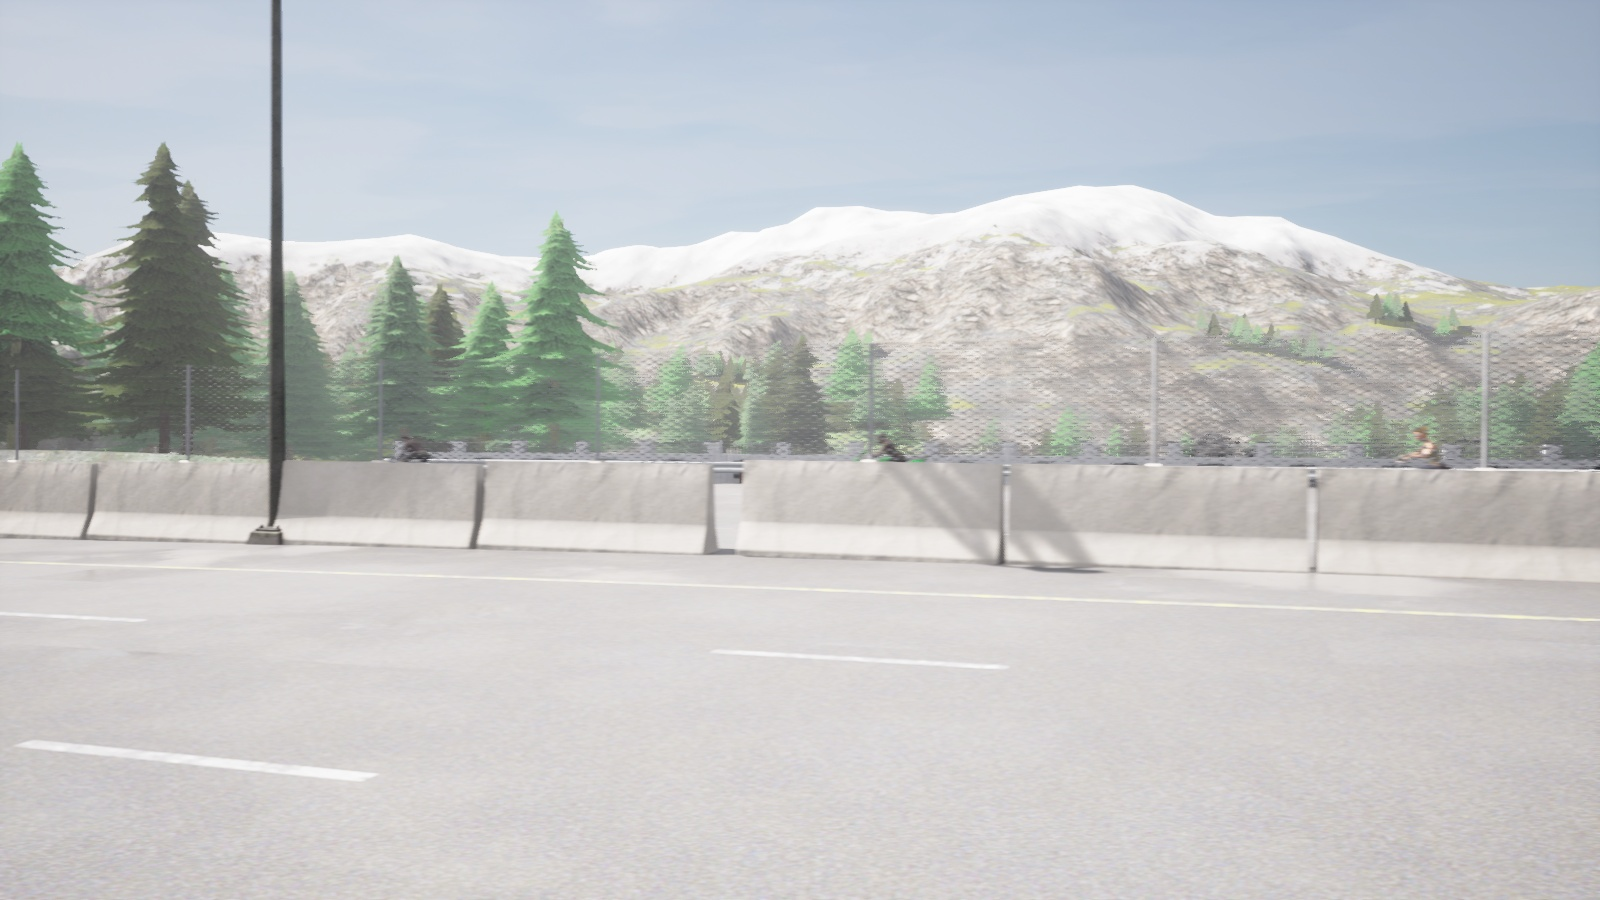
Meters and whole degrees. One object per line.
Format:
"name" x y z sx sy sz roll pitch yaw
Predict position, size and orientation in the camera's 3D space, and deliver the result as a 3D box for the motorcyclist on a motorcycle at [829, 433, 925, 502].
"motorcyclist on a motorcycle" 1.745 0.371 28.453 2.044 1.523 0.797 0 1 19
